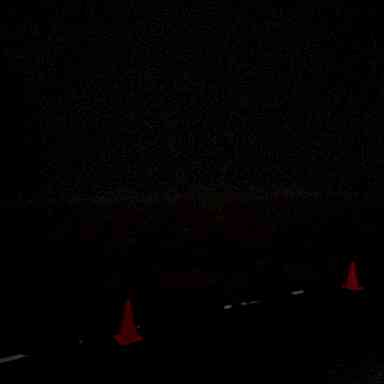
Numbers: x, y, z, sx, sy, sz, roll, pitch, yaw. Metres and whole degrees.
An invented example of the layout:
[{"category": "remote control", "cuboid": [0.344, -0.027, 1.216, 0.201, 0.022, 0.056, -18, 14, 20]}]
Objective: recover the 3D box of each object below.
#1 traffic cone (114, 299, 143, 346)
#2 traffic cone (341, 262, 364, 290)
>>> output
[{"category": "traffic cone", "cuboid": [-0.951, 1.909, 4.990, 0.340, 0.580, 0.340, 0, 1, -32]}, {"category": "traffic cone", "cuboid": [3.650, 1.882, 7.557, 0.340, 0.580, 0.340, 0, 1, -26]}]
